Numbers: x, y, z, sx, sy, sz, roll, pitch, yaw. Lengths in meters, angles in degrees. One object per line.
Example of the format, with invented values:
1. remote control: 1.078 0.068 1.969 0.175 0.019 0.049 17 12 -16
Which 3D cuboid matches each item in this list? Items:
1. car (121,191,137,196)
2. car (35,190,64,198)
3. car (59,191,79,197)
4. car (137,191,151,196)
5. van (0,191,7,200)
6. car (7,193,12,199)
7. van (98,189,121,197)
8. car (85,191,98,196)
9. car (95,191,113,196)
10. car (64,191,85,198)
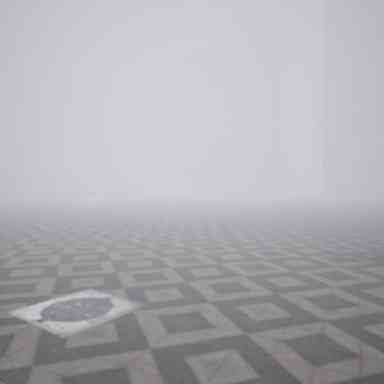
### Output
1. car: -17.213 0.317 86.628 1.967 1.590 4.097 1 1 35
2. car: -29.893 0.445 68.845 2.192 1.841 5.009 1 1 35
3. car: -30.490 0.515 82.695 2.008 1.369 4.403 1 1 35
4. car: -14.044 0.365 91.074 1.887 1.381 4.507 1 1 35
5. van: -36.235 0.609 59.956 1.690 1.788 3.998 1 1 35
6. car: -40.001 0.715 69.361 2.008 1.369 4.403 1 1 35
7. van: -20.383 0.277 82.181 1.690 1.788 3.998 1 1 35
8. car: -27.320 0.342 87.138 1.967 1.590 4.097 1 1 35
9. car: -24.151 0.388 91.584 1.887 1.381 4.507 1 1 35
10. car: -26.724 0.613 73.295 2.008 1.369 4.403 1 1 35
